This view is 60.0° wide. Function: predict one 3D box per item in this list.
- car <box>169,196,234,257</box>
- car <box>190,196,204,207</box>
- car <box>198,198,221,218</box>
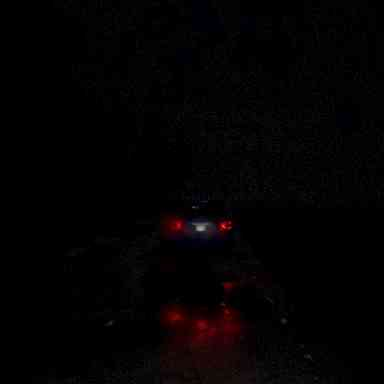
[{"bbox_3d":[0.424,1.206,13.001,2.150,2.045,5.566,0,0,3],"label":"car"},{"bbox_3d":[0.832,1.382,51.175,1.837,1.490,4.892,0,1,6],"label":"car"},{"bbox_3d":[1.689,1.415,30.551,1.882,1.535,5.008,0,0,6],"label":"car"}]
